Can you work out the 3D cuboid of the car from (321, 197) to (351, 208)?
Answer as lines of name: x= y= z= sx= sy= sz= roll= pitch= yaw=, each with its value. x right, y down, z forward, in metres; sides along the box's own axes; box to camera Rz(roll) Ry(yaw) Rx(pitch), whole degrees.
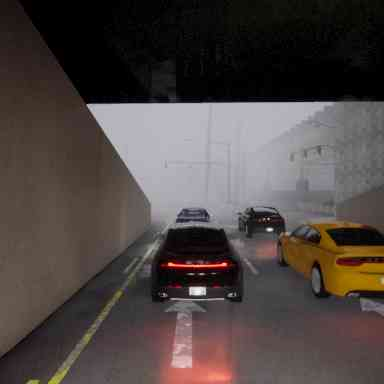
car: x=17.653 y=1.295 z=40.633 sx=4.536 sy=1.218 sz=1.853 roll=0 pitch=0 yaw=-45

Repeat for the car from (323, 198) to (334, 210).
car: x=17.616 y=1.452 z=40.596 sx=4.974 sy=1.542 sz=2.038 roll=0 pitch=0 yaw=-45

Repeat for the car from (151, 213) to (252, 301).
car: x=0.106 y=1.505 z=8.304 sx=1.837 sy=1.490 sz=4.892 roll=0 pitch=0 yaw=0

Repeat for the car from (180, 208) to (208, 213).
car: x=0.102 y=1.547 z=18.050 sx=2.033 sy=1.411 sz=5.357 roll=0 pitch=0 yaw=3

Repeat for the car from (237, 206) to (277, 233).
car: x=3.631 y=1.505 z=17.934 sx=1.837 sy=1.490 sz=4.892 roll=0 pitch=0 yaw=0

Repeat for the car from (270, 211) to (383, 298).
car: x=3.599 y=1.478 z=8.559 sx=1.882 sy=1.535 sz=5.008 roll=0 pitch=0 yaw=0
